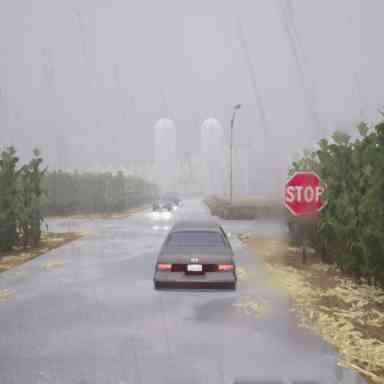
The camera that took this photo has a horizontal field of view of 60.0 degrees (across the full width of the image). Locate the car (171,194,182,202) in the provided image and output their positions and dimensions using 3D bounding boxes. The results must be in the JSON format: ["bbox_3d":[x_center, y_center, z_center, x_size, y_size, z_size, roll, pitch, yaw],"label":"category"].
[{"bbox_3d":[-2.980,1.126,64.726,1.812,1.442,4.674,0,1,0],"label":"car"}]

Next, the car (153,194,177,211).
[{"bbox_3d":[-3.127,1.229,36.192,2.128,1.511,4.902,0,0,0],"label":"car"}]

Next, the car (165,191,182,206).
[{"bbox_3d":[-3.094,0.920,49.090,2.150,2.045,5.566,0,0,0],"label":"car"}]

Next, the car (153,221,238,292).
[{"bbox_3d":[0.135,1.494,8.990,2.033,1.411,5.357,0,1,2],"label":"car"}]
